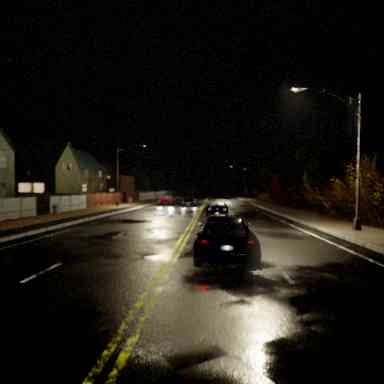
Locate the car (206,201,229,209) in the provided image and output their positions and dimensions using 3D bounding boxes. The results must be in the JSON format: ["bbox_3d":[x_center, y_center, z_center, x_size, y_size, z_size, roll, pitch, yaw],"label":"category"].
[{"bbox_3d":[2.194,1.439,29.315,1.895,1.301,4.718,1,0,3],"label":"car"}]

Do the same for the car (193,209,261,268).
[{"bbox_3d":[1.099,1.508,11.191,1.994,1.385,4.181,1,0,3],"label":"car"}]

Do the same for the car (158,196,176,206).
[{"bbox_3d":[-3.466,1.269,46.436,1.895,1.301,4.718,1,0,4],"label":"car"}]

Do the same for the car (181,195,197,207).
[{"bbox_3d":[-0.317,1.214,44.653,1.837,1.490,4.892,1,0,4],"label":"car"}]
